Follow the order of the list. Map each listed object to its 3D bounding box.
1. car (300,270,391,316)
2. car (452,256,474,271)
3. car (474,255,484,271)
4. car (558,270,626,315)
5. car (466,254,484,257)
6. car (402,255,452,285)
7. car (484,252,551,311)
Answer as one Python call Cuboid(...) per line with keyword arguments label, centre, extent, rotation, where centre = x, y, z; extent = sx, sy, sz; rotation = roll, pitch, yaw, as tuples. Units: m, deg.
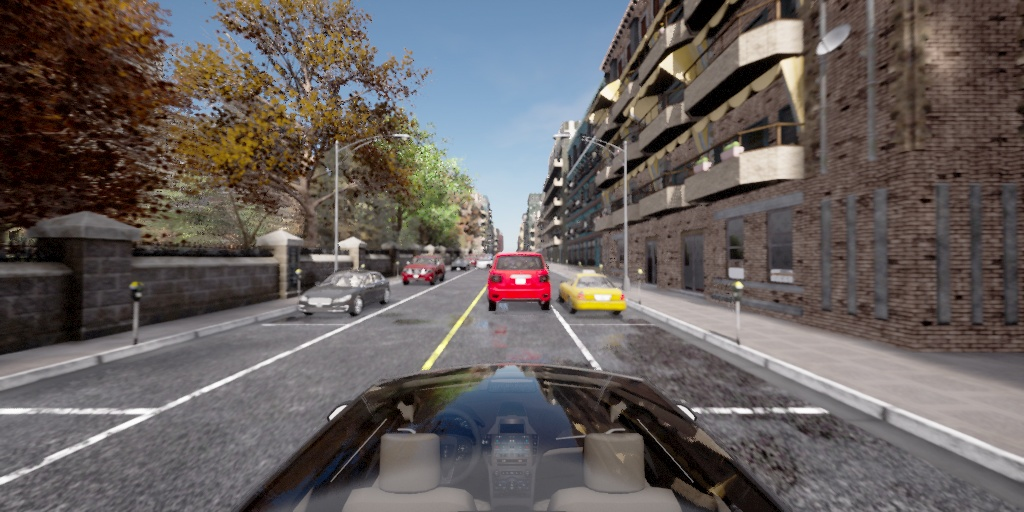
Cuboid(label="car", centre=(-5.703, 1.206, 12.773), extent=(2.007, 1.370, 4.403), rotation=(0, 0, 0))
Cuboid(label="car", centre=(-5.737, 0.986, 40.389), extent=(1.948, 1.339, 4.313), rotation=(0, 0, 0))
Cuboid(label="car", centre=(-3.104, 0.928, 42.388), extent=(1.812, 1.442, 4.674), rotation=(0, 0, 0))
Cuboid(label="car", centre=(2.678, 1.181, 12.953), extent=(1.751, 1.417, 4.829), rotation=(0, 0, 0))
Cuboid(label="car", centre=(-5.751, 0.641, 51.436), extent=(2.192, 1.841, 5.009), rotation=(0, 0, 0))
Cuboid(label="car", centre=(-5.716, 0.876, 23.820), extent=(2.192, 1.841, 5.009), rotation=(0, 0, 0))
Cuboid(label="car", centre=(0.168, 0.867, 14.079), extent=(2.150, 2.045, 5.566), rotation=(0, 1, -2))
